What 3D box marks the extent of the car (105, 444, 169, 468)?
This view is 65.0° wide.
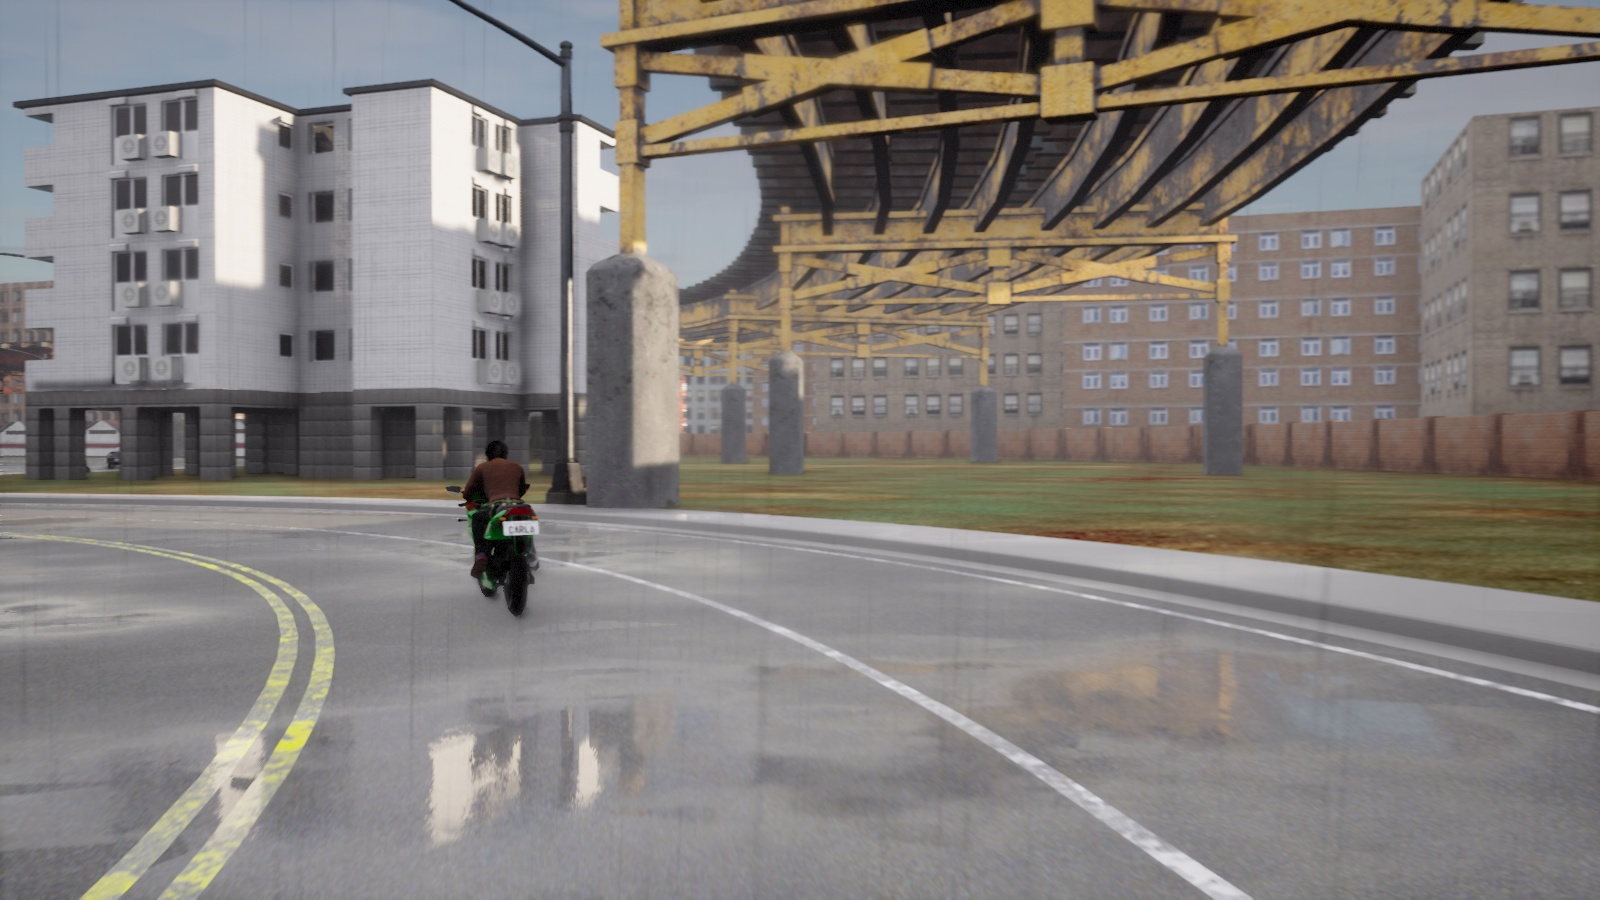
[{"bbox_3d":[-40.824,0.348,77.463,1.812,1.442,4.674,0,0,-5],"label":"car"}]

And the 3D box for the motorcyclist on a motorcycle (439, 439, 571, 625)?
[{"bbox_3d":[-2.721,0.665,11.406,0.797,1.523,2.044,-1,1,-24],"label":"motorcyclist on a motorcycle"}]
